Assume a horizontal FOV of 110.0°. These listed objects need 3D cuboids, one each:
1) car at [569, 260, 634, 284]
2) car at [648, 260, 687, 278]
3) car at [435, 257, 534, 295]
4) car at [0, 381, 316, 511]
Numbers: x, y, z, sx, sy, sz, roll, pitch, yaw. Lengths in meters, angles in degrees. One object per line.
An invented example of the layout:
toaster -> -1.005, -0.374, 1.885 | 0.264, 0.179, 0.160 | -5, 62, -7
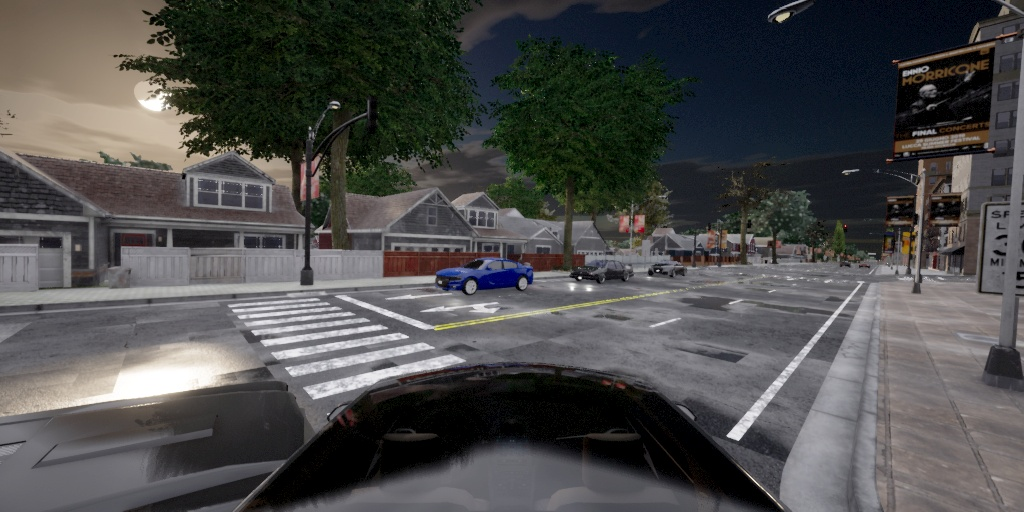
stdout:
car -> 6.008, 0.945, 23.381 | 5.357, 1.411, 2.033 | 0, 2, -44
car -> 13.192, 1.018, 30.317 | 4.181, 1.385, 1.994 | 0, 2, -44
car -> -1.144, 0.822, 16.447 | 5.008, 1.535, 1.882 | 0, 2, -44
car -> -3.309, 1.292, 1.257 | 4.718, 1.301, 1.895 | 1, 2, -34
